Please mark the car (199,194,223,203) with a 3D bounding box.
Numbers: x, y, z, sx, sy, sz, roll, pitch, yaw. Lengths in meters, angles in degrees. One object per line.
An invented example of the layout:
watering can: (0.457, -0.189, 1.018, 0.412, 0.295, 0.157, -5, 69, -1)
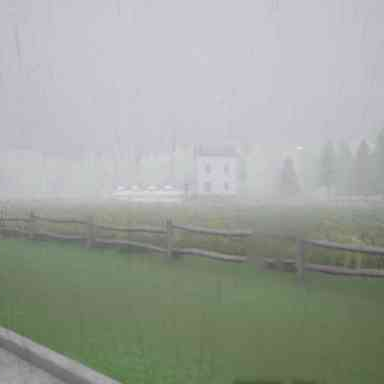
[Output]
car: (3.570, 1.372, 63.509, 4.605, 1.855, 1.932, 0, 0, 35)
